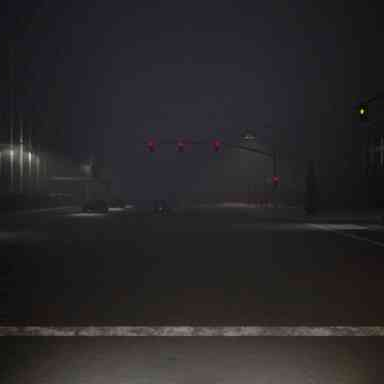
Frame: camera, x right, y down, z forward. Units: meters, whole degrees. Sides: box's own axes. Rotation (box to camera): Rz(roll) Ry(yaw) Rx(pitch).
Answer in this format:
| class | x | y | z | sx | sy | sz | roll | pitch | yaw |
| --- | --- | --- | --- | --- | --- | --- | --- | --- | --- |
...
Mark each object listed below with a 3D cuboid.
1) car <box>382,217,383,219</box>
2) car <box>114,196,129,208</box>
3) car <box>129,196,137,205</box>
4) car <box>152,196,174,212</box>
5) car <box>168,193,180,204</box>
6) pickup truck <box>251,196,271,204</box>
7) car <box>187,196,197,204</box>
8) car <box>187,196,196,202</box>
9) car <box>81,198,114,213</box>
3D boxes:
| class | x | y | z | sx | sy | sz | roll | pitch | yaw |
| --- | --- | --- | --- | --- | --- | --- | --- | --- | --- |
| car | 15.114 | 1.601 | 21.577 | 4.718 | 1.301 | 1.895 | 0 | 0 | 0 |
| car | -10.666 | 1.564 | 47.058 | 1.994 | 1.385 | 4.181 | 0 | 0 | 0 |
| car | -10.664 | 1.491 | 57.424 | 2.128 | 1.511 | 4.902 | 0 | 0 | 0 |
| car | -3.443 | 1.525 | 38.571 | 1.812 | 1.442 | 4.674 | 0 | 0 | 0 |
| car | -3.608 | 1.222 | 65.472 | 2.150 | 2.045 | 5.566 | 0 | 0 | 0 |
| pickup truck | 13.020 | 1.058 | 61.498 | 2.390 | 2.098 | 6.274 | 0 | 0 | 30 |
| car | -0.008 | 1.601 | 65.241 | 1.895 | 1.301 | 4.718 | 0 | 0 | 0 |
| car | -0.125 | 1.540 | 76.269 | 2.033 | 1.411 | 5.357 | 0 | 0 | 0 |
| car | -10.648 | 1.547 | 37.184 | 2.033 | 1.411 | 5.357 | 0 | 0 | 0 |
